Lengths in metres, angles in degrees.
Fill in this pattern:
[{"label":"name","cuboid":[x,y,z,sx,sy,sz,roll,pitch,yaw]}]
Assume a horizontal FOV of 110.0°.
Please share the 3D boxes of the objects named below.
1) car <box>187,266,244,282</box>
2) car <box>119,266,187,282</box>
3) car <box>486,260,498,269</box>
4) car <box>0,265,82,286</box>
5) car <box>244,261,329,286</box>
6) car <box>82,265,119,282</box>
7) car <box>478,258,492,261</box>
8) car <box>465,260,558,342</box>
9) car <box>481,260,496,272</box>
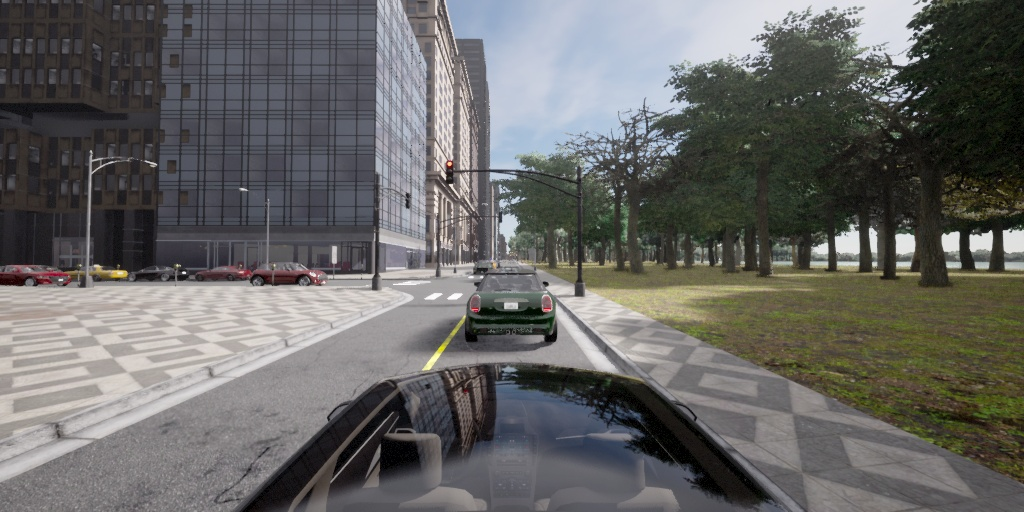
[{"label":"car","cuboid":[-24.582,1.493,30.602,4.207,1.307,1.802,0,0,0]},{"label":"car","cuboid":[-30.069,1.480,30.577,4.313,1.339,1.948,0,0,0]},{"label":"car","cuboid":[-3.260,1.426,59.386,1.812,1.442,4.674,0,0,0]},{"label":"car","cuboid":[-30.035,1.235,22.055,4.507,1.381,1.888,0,0,0]},{"label":"car","cuboid":[-13.604,1.120,22.130,4.097,1.591,1.967,0,0,-1]},{"label":"car","cuboid":[-35.726,1.443,30.551,4.829,1.417,1.751,0,0,0]},{"label":"car","cuboid":[-3.228,1.180,41.200,2.097,1.767,4.553,0,0,0]},{"label":"car","cuboid":[-0.012,1.108,9.927,2.097,1.767,4.553,0,0,0]},{"label":"car","cuboid":[-3.247,1.341,50.222,1.882,1.535,5.008,0,0,0]}]
